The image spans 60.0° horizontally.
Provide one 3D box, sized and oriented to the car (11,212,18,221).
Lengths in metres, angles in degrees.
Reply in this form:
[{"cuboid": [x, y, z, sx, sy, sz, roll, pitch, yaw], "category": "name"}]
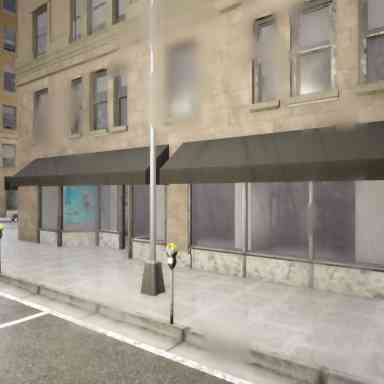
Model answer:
[{"cuboid": [-11.120, 1.636, 26.094, 2.033, 1.411, 5.357, 0, 0, 36], "category": "car"}]
